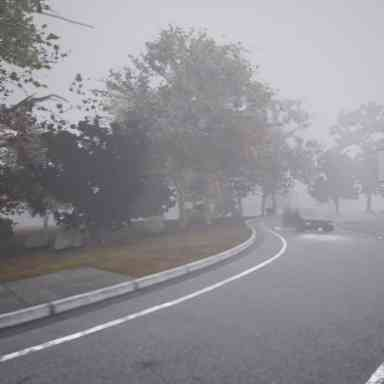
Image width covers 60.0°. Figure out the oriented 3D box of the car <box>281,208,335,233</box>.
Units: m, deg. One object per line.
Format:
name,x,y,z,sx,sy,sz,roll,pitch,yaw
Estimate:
car,7.307,1.767,21.690,2.033,1.411,5.357,1,-1,-1
